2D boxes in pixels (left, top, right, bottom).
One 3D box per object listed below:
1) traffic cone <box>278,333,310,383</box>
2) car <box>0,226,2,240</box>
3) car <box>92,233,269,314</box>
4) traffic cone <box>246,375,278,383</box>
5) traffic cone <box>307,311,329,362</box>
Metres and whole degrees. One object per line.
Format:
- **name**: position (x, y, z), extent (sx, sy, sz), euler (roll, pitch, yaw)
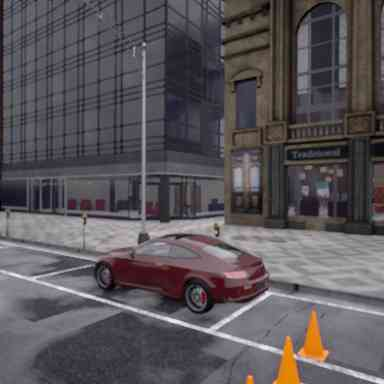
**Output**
- **traffic cone**: position (1.102, 1.954, 3.804), extent (0.340, 0.580, 0.340), euler (0, 0, 36)
- **car**: position (-9.563, 1.558, 13.944), extent (4.206, 1.307, 1.802), euler (0, 0, 36)
- **car**: position (-0.397, 1.575, 7.381), extent (4.206, 1.307, 1.802), euler (0, 0, 36)
- **traffic cone**: position (0.519, 1.954, 2.992), extent (0.340, 0.580, 0.340), euler (0, 0, 36)
- **traffic cone**: position (1.684, 1.953, 4.617), extent (0.340, 0.580, 0.340), euler (0, 0, 36)
